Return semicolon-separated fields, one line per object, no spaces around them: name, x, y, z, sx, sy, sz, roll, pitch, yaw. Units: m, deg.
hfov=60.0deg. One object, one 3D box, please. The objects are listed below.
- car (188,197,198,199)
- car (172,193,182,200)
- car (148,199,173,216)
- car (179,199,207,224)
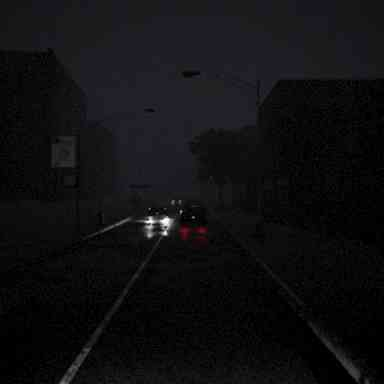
car;0.089;1.476;42.894;1.837;1.490;4.892;0;0;0
car;-3.387;1.048;73.475;1.812;1.442;4.674;0;1;0
car;-3.179;1.617;32.593;1.895;1.301;4.718;0;0;0
car;0.093;1.513;24.839;2.128;1.511;4.902;0;0;0
